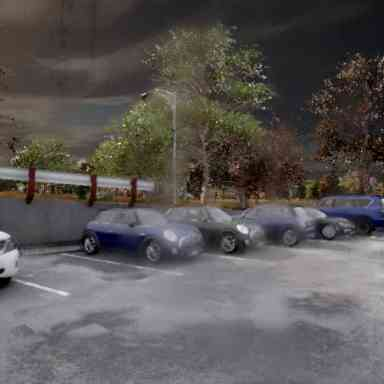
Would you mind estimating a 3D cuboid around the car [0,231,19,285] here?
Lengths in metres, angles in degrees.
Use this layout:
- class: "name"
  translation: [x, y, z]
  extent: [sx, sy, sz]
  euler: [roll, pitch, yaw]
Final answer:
- class: "car"
  translation: [-6.618, 1.236, 8.268]
  extent: [5.566, 2.045, 2.435]
  euler: [-1, -1, 34]

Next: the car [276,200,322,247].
- class: "car"
  translation: [3.222, 1.358, 15.282]
  extent: [4.553, 1.767, 2.185]
  euler: [-1, 0, 34]

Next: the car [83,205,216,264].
- class: "car"
  translation: [-1.747, 1.361, 11.804]
  extent: [4.553, 1.767, 2.185]
  euler: [-1, -1, 35]

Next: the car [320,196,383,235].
- class: "car"
  translation: [8.091, 1.232, 18.820]
  extent: [5.566, 2.045, 2.435]
  euler: [-1, -1, 35]

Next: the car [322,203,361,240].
- class: "car"
  translation: [5.656, 1.485, 17.061]
  extent: [4.892, 1.521, 2.231]
  euler: [-1, -1, 34]

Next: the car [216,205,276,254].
- class: "car"
  translation: [0.714, 1.360, 13.567]
  extent: [4.553, 1.767, 2.185]
  euler: [-1, -1, 34]
